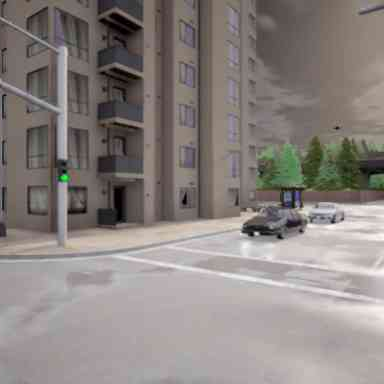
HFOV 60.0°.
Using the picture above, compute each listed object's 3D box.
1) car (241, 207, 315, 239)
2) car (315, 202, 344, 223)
[{"bbox_3d":[4.557,1.549,17.626,2.033,1.411,5.357,0,0,36],"label":"car"},{"bbox_3d":[10.370,1.527,25.585,1.812,1.442,4.674,0,0,36],"label":"car"}]
